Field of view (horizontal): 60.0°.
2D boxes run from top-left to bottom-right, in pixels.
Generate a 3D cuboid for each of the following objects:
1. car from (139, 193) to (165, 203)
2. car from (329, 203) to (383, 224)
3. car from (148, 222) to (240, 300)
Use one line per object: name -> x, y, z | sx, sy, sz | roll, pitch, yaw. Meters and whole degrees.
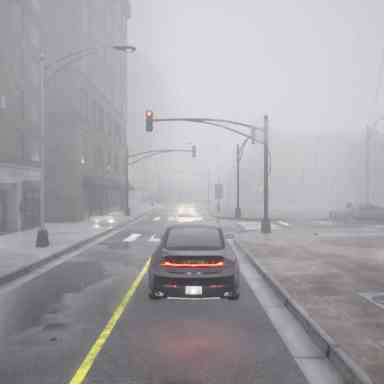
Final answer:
car -> -8.402, 1.286, 70.028 | 5.566, 2.045, 2.150 | 0, 0, 9
car -> 12.061, 1.512, 23.748 | 4.181, 1.385, 1.994 | 0, 0, 0
car -> 0.058, 1.504, 8.358 | 1.837, 1.490, 4.892 | 0, 0, 1
